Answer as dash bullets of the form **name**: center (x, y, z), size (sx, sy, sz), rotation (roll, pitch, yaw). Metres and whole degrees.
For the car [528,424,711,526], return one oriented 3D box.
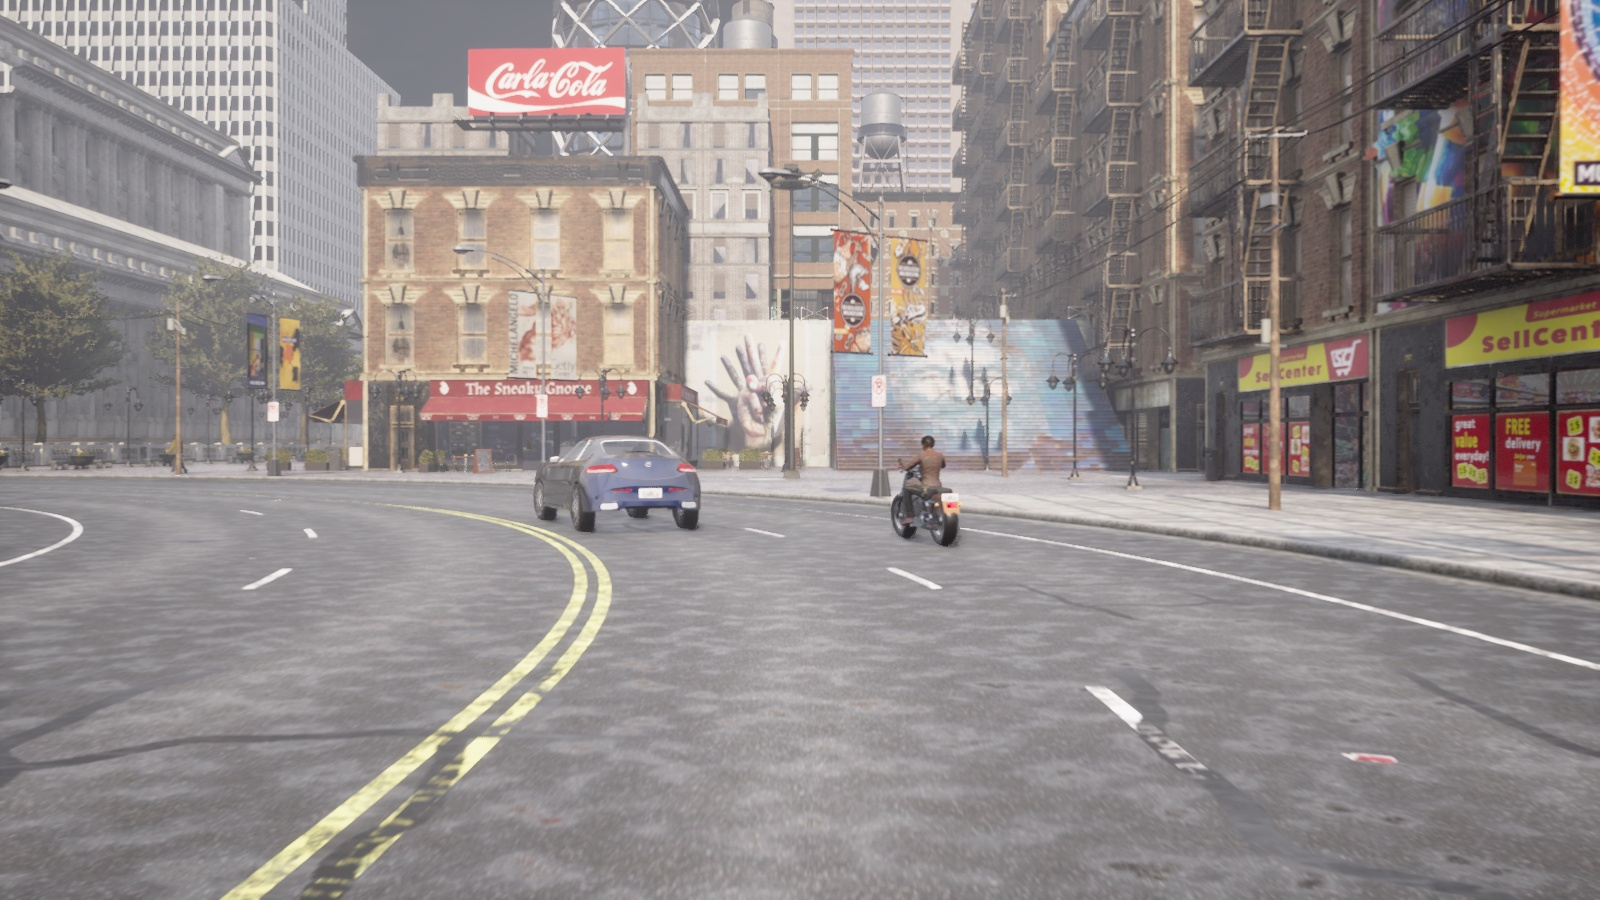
- **car**: center (-3.453, 0.392, 23.056), size (2.152, 1.651, 5.027), rotation (0, 0, -23)

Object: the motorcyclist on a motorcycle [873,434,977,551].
- **motorcyclist on a motorcycle**: center (1.832, 0.592, 18.858), size (0.766, 1.649, 2.350), rotation (0, 0, -15)

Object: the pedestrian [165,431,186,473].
- **pedestrian**: center (-27.534, 0.069, 55.401), size (0.709, 1.840, 0.431), rotation (0, 0, 8)
